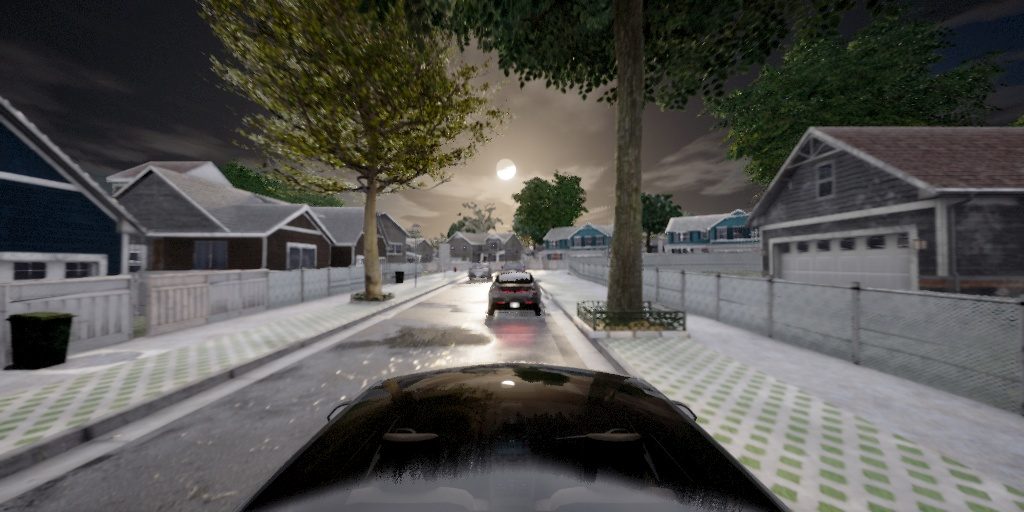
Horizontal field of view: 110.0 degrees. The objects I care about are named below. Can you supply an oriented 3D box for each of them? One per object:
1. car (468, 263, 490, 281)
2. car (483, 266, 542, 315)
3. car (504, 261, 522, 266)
[{"bbox_3d":[-2.757,1.376,31.936,2.128,1.511,4.902,0,0,0],"label":"car"},{"bbox_3d":[0.092,1.307,13.835,1.837,1.490,4.892,0,0,0],"label":"car"},{"bbox_3d":[0.088,1.230,30.636,2.097,1.767,4.553,0,0,0],"label":"car"}]
